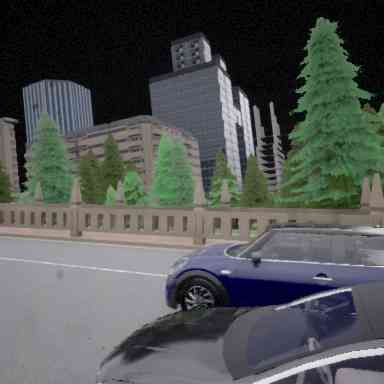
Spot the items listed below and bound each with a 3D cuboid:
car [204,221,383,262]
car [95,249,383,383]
[{"bbox_3d":[1.808,1.349,6.046,4.553,1.767,2.097,0,0,23],"label":"car"},{"bbox_3d":[1.540,1.488,2.366,4.902,1.511,2.128,0,0,23],"label":"car"}]
